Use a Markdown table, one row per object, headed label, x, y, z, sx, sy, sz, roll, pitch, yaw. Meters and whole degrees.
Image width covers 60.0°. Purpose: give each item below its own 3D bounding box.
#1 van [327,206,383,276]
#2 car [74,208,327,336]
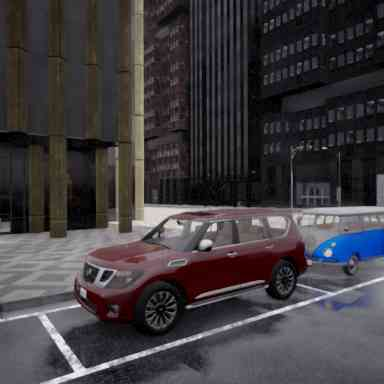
| label | x | y | z | sx | sy | sz | roll | pitch | yaw |
| --- | --- | --- | --- | --- | --- | --- | --- | --- | --- |
| van | 4.777 | 1.340 | 10.068 | 3.998 | 1.788 | 1.690 | 0 | 0 | -36 |
| car | 0.280 | 1.315 | 6.858 | 5.009 | 1.841 | 2.192 | 0 | 0 | -36 |
